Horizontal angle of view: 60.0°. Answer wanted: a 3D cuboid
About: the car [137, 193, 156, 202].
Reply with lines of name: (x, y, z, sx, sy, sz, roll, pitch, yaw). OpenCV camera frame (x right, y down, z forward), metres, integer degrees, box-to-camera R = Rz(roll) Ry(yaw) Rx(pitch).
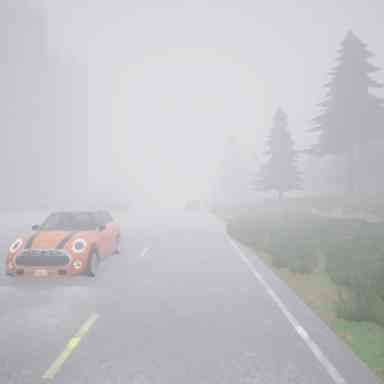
car: (-9.561, 1.267, 70.575, 3.988, 1.617, 1.851, 0, 0, -1)

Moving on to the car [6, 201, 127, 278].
car: (-3.582, 1.321, 10.147, 2.097, 1.767, 4.553, 0, 0, 0)

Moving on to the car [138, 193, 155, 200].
car: (-11.921, 1.090, 87.419, 3.866, 1.878, 1.905, 0, 0, -31)

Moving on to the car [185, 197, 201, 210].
car: (0.089, 1.350, 41.543, 1.882, 1.535, 5.008, 0, 0, 0)

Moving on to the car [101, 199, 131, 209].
car: (-9.068, 1.435, 37.566, 4.181, 1.381, 1.994, 0, 0, -1)
